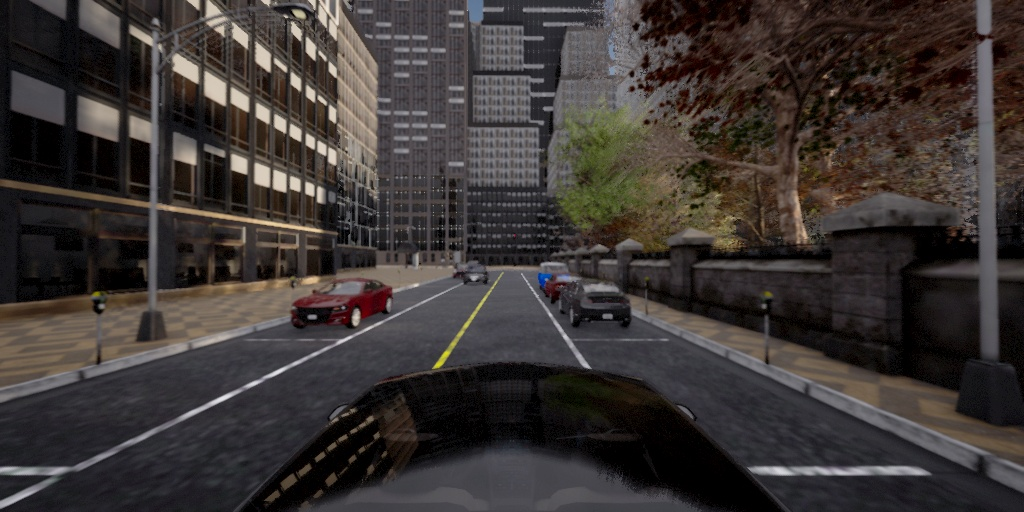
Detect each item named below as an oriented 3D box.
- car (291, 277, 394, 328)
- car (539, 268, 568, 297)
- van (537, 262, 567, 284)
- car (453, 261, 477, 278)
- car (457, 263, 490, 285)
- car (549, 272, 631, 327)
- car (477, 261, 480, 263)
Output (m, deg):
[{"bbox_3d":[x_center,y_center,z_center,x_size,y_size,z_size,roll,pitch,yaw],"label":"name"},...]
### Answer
[{"bbox_3d":[-5.318,1.403,11.788,1.888,1.381,4.507,0,0,0],"label":"car"},{"bbox_3d":[2.560,1.462,17.334,1.888,1.381,4.507,0,0,0],"label":"car"},{"bbox_3d":[2.557,1.316,22.880,1.690,1.789,3.998,0,0,0],"label":"van"},{"bbox_3d":[-5.331,1.588,39.512,1.967,1.591,4.097,0,0,0],"label":"car"},{"bbox_3d":[-2.860,1.536,29.481,2.128,1.511,4.902,0,-1,0],"label":"car"},{"bbox_3d":[2.562,1.408,11.789,2.007,1.370,4.403,0,0,0],"label":"car"},{"bbox_3d":[-5.406,1.575,50.599,2.192,1.841,5.009,0,0,0],"label":"car"}]
